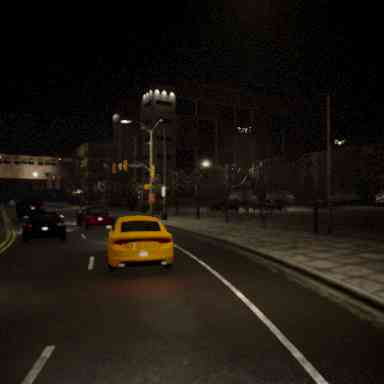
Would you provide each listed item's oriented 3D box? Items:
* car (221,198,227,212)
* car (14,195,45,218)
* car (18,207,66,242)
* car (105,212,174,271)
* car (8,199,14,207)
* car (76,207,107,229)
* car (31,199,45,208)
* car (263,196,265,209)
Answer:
[{"bbox_3d":[3.842,1.543,42.050,2.185,1.767,4.553,0,0,-30],"label":"car"},{"bbox_3d":[-14.854,1.480,30.585,2.150,2.045,5.566,0,0,-30],"label":"car"},{"bbox_3d":[-7.777,1.709,17.482,1.994,1.385,4.181,0,0,-25],"label":"car"},{"bbox_3d":[-1.890,1.565,11.427,1.882,1.535,5.008,0,-1,-14],"label":"car"},{"bbox_3d":[-32.256,2.040,60.660,1.812,1.442,4.674,0,0,-30],"label":"car"},{"bbox_3d":[-6.916,1.748,23.425,1.994,1.385,4.181,0,-1,-28],"label":"car"},{"bbox_3d":[-27.974,2.064,60.250,1.994,1.385,4.181,0,0,-30],"label":"car"},{"bbox_3d":[10.378,1.705,45.926,1.816,1.474,4.193,0,0,-30],"label":"car"}]
